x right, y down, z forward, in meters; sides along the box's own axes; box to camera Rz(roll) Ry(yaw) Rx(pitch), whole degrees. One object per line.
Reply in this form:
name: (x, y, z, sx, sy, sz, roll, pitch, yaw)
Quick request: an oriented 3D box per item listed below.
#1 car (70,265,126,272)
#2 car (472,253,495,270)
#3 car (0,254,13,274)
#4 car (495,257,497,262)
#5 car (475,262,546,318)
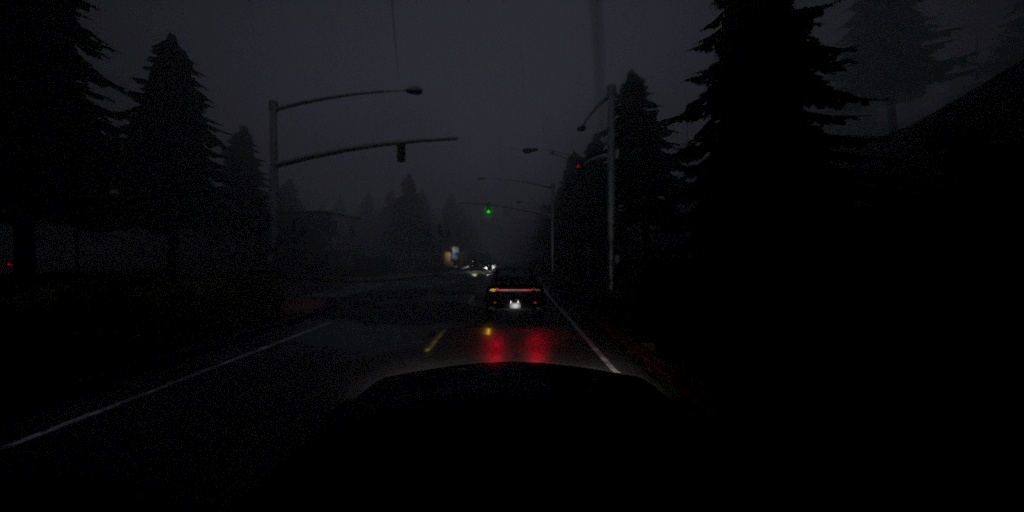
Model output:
car: (-23.576, 1.273, 20.814, 4.674, 1.442, 1.812, 0, 1, 8)
car: (-3.594, 0.619, 43.627, 2.150, 2.045, 5.566, 0, 1, 0)
car: (-47.624, 0.868, 32.979, 5.566, 2.045, 2.150, 0, 1, 33)
car: (-3.548, 0.745, 61.159, 2.128, 1.511, 4.902, 0, 0, 2)
car: (0.067, 1.152, 12.440, 2.128, 1.511, 4.902, 0, 1, -1)
